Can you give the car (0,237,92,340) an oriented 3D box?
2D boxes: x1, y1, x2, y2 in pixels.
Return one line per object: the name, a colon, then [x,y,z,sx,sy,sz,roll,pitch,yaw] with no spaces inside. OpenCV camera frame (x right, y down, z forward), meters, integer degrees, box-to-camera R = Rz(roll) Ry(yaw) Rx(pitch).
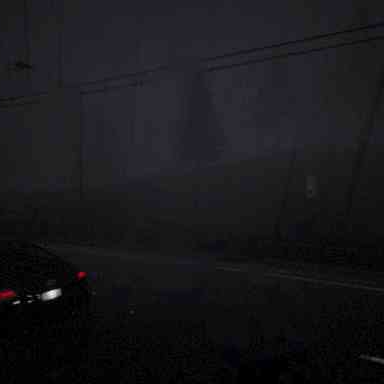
car: [-3.883,1.569,6.203,4.181,1.385,1.994,0,0,31]
